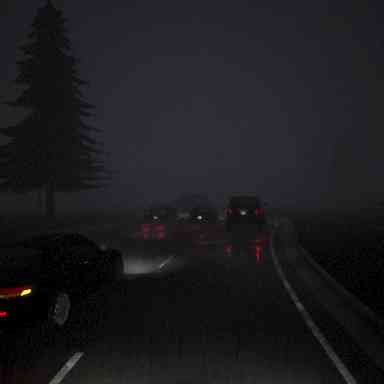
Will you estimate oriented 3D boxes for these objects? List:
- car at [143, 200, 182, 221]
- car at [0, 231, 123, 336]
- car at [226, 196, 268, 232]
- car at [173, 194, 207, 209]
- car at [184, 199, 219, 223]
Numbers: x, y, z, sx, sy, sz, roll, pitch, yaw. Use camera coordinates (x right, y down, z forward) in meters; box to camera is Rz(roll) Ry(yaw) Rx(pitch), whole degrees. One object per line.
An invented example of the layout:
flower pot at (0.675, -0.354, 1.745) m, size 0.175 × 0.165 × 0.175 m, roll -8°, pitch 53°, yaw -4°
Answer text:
car at (-2.406, 1.605, 26.896) m, size 1.895 × 1.301 × 4.718 m, roll 0°, pitch 0°, yaw 8°
car at (-2.849, 1.520, 6.690) m, size 1.812 × 1.442 × 4.674 m, roll 0°, pitch 0°, yaw 6°
car at (3.473, 1.241, 20.767) m, size 2.150 × 2.045 × 5.566 m, roll 0°, pitch 0°, yaw 15°
car at (-0.358, 1.237, 40.985) m, size 2.150 × 2.045 × 5.566 m, roll 1°, pitch -1°, yaw -42°
car at (0.953, 1.518, 25.652) m, size 1.837 × 1.490 × 4.892 m, roll 1°, pitch 0°, yaw 9°
